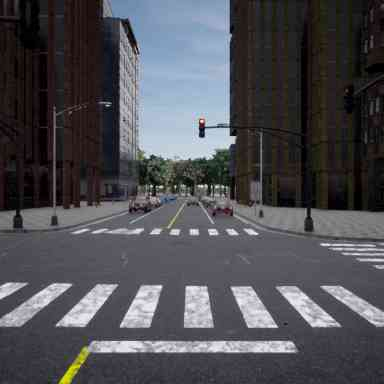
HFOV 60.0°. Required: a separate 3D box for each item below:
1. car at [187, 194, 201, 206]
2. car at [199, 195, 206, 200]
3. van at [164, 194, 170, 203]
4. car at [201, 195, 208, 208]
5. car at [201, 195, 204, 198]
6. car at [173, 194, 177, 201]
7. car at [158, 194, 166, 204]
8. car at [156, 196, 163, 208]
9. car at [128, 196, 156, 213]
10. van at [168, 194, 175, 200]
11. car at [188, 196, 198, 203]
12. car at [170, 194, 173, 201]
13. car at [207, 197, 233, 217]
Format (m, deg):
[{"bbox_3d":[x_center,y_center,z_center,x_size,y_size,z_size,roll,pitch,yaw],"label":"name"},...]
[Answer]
[{"bbox_3d":[0.145,1.561,55.233,2.033,1.411,5.357,0,0,-1],"label":"car"},{"bbox_3d":[2.833,1.562,91.696,1.752,1.417,4.829,0,0,0],"label":"car"},{"bbox_3d":[-5.713,1.359,64.345,1.690,1.788,3.998,0,0,0],"label":"van"},{"bbox_3d":[2.799,1.561,48.025,2.008,1.369,4.403,0,0,0],"label":"car"},{"bbox_3d":[2.804,1.557,53.463,1.887,1.381,4.507,0,0,0],"label":"car"},{"bbox_3d":[-5.696,1.598,86.095,1.947,1.339,4.313,0,0,0],"label":"car"},{"bbox_3d":[-5.722,1.538,53.300,1.752,1.417,4.829,0,0,0],"label":"car"},{"bbox_3d":[-5.726,1.592,48.032,1.802,1.307,4.206,0,0,0],"label":"car"},{"bbox_3d":[-5.734,1.321,37.157,2.192,1.841,5.009,0,0,0],"label":"car"},{"bbox_3d":[-5.693,1.377,91.533,1.690,1.788,3.998,0,0,0],"label":"van"},{"bbox_3d":[0.155,1.584,69.774,1.994,1.385,4.181,0,0,0],"label":"car"},{"bbox_3d":[-5.709,1.572,69.783,2.008,1.369,4.403,0,0,0],"label":"car"},{"bbox_3d":[2.787,1.445,31.713,1.967,1.590,4.097,0,0,0],"label":"car"}]
